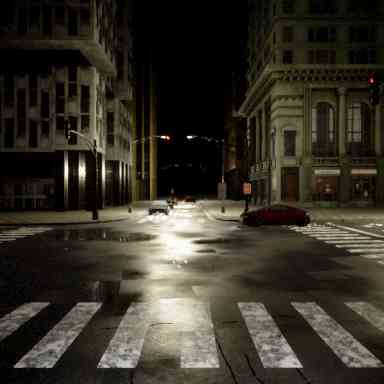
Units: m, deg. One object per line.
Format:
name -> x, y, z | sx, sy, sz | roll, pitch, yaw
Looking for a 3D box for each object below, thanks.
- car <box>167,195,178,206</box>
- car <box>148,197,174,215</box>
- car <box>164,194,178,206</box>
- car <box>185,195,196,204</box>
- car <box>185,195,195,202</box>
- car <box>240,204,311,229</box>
car -> -3.291, 1.458, 43.506 | 2.128, 1.511, 4.902 | 0, 0, 0
car -> -3.214, 1.528, 33.590 | 2.033, 1.411, 5.357 | 0, 0, 0
car -> -3.361, 1.299, 53.799 | 2.097, 1.767, 4.553 | 0, 0, 0
car -> -0.256, 1.451, 63.866 | 1.812, 1.442, 4.674 | 0, 0, 0
car -> -0.423, 1.453, 73.678 | 1.994, 1.385, 4.181 | 0, 0, 0
car -> 5.089, 1.464, 20.539 | 4.181, 1.385, 1.994 | -1, 0, 0
